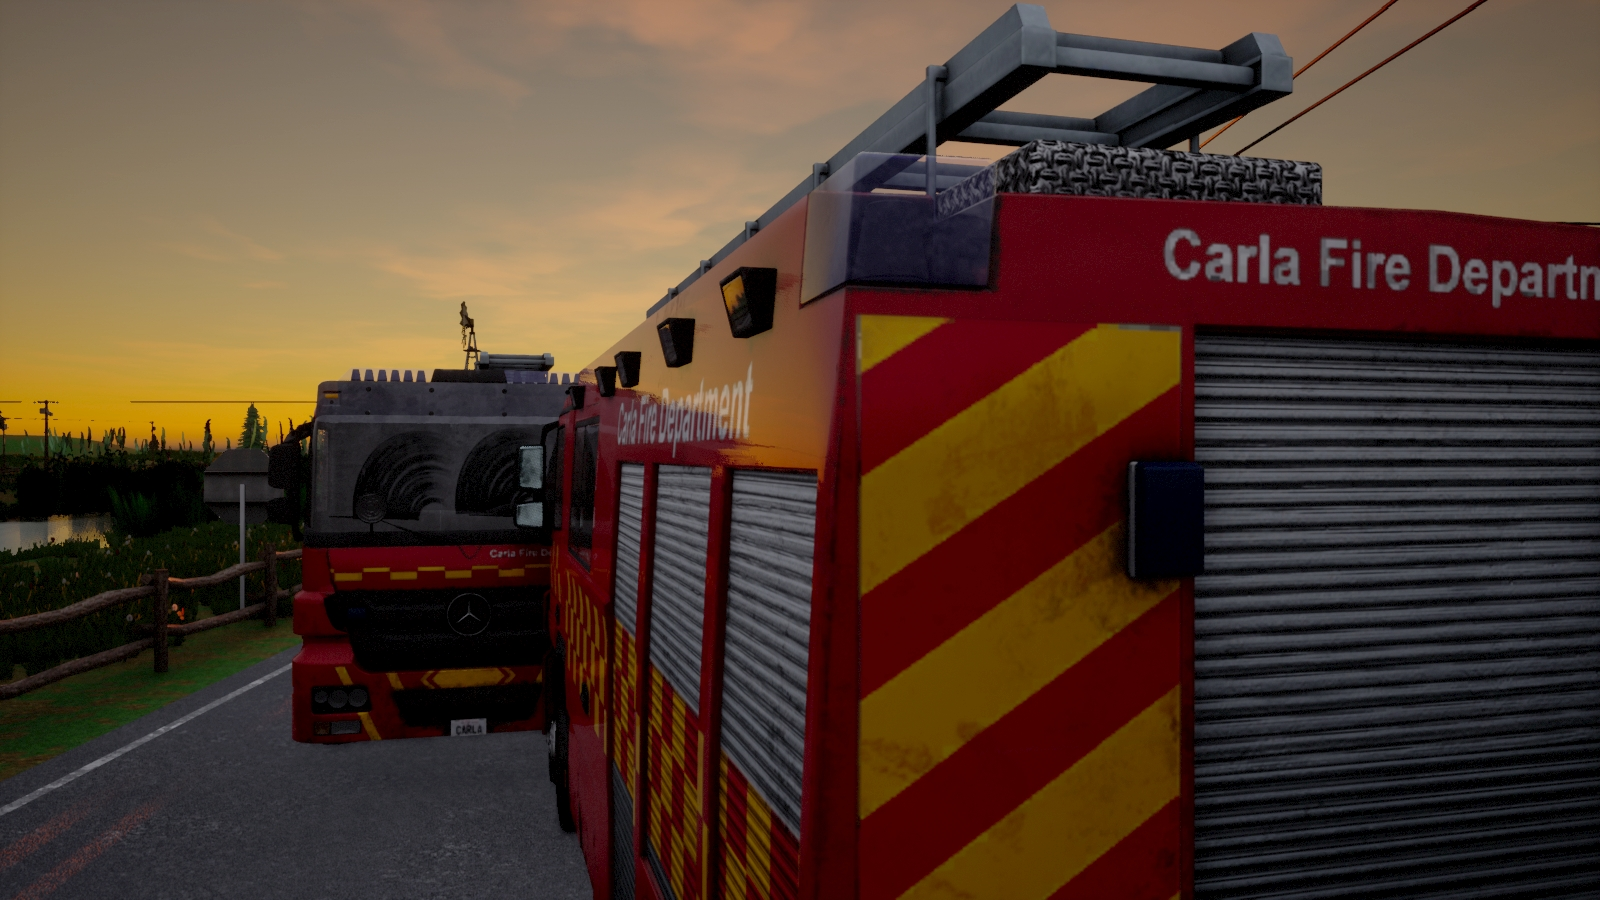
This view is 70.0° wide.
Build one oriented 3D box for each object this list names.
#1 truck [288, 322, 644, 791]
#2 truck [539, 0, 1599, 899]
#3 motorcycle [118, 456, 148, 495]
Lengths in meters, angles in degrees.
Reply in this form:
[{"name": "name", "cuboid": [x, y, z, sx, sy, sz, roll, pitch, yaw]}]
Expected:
[{"name": "truck", "cuboid": [-3.937, 0.862, 13.795, 2.891, 3.827, 8.468, 0, 0, -16]}, {"name": "truck", "cuboid": [0.138, 0.867, 6.872, 2.891, 3.827, 8.468, 0, 0, -16]}, {"name": "motorcycle", "cuboid": [-41.464, 1.577, 71.043, 0.803, 2.348, 2.033, 0, 0, -4]}]
